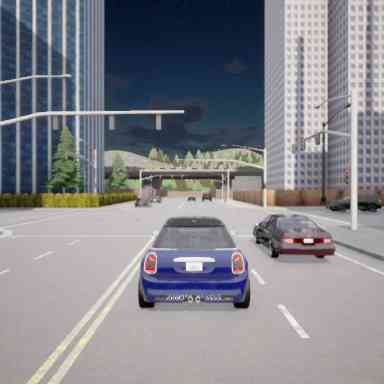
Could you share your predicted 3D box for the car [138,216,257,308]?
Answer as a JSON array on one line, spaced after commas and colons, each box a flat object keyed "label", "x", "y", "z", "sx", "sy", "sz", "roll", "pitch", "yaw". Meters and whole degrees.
[{"label": "car", "x": 0.055, "y": 1.350, "z": 8.059, "sx": 2.097, "sy": 1.767, "sz": 4.553, "roll": 0, "pitch": 0, "yaw": 0}]

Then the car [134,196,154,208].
[{"label": "car", "x": -7.110, "y": 1.495, "z": 48.154, "sx": 1.837, "sy": 1.490, "sz": 4.892, "roll": 0, "pitch": 0, "yaw": 0}]

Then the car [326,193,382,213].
[{"label": "car", "x": 17.816, "y": 1.207, "z": 36.667, "sx": 5.566, "sy": 2.045, "sz": 2.150, "roll": -1, "pitch": 0, "yaw": 0}]

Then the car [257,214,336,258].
[{"label": "car", "x": 3.604, "y": 1.545, "z": 12.688, "sx": 2.033, "sy": 1.411, "sz": 5.357, "roll": 0, "pitch": 0, "yaw": 1}]

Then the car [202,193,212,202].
[{"label": "car", "x": 3.460, "y": 1.187, "z": 77.780, "sx": 2.150, "sy": 2.045, "sz": 5.566, "roll": 0, "pitch": 0, "yaw": 0}]

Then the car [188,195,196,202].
[{"label": "car", "x": -0.040, "y": 1.486, "z": 77.749, "sx": 1.812, "sy": 1.442, "sz": 4.674, "roll": 0, "pitch": 0, "yaw": 0}]

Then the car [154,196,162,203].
[{"label": "car", "x": -7.063, "y": 1.479, "z": 65.741, "sx": 2.128, "sy": 1.511, "sz": 4.902, "roll": 0, "pitch": 0, "yaw": 0}]
